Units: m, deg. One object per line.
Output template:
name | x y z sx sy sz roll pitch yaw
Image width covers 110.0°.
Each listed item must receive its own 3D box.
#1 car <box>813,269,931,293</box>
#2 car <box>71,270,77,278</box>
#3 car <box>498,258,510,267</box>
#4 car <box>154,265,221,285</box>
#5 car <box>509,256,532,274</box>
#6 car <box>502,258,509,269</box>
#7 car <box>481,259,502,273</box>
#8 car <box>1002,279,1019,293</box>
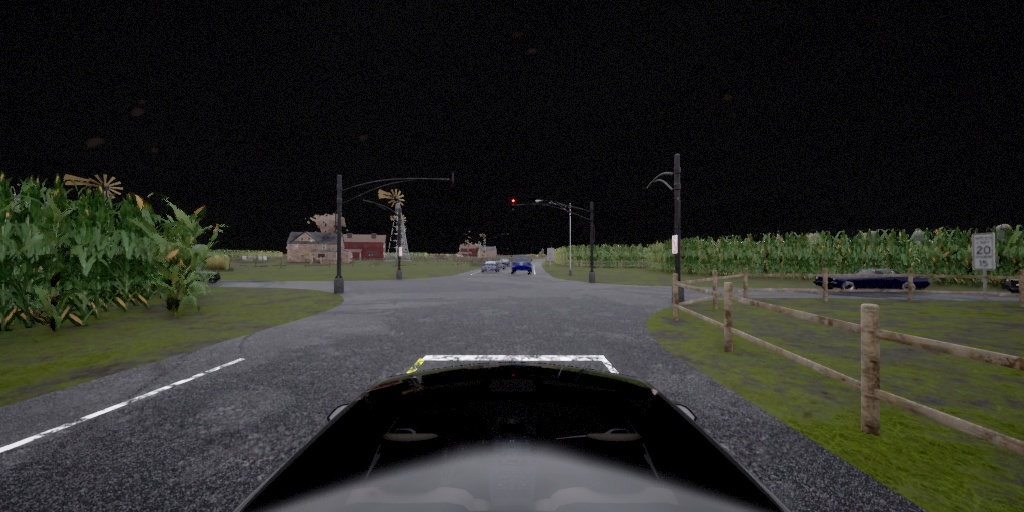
car | 20.381 1.401 20.565 4.718 1.301 1.895 0 -1 9
car | -33.774 1.180 26.862 4.902 1.511 2.128 1 -1 9
car | -1.408 1.208 64.241 1.882 1.535 5.008 0 0 3
car | -22.978 1.210 25.058 4.892 1.490 1.837 0 -1 9
car | 1.088 0.966 40.988 2.150 2.045 5.566 0 0 2
car | -2.066 1.303 53.904 1.994 1.385 4.181 0 0 5
car | -2.595 1.271 43.898 1.812 1.442 4.674 0 0 3
car | 29.349 1.377 19.016 4.181 1.385 1.994 0 -1 10
